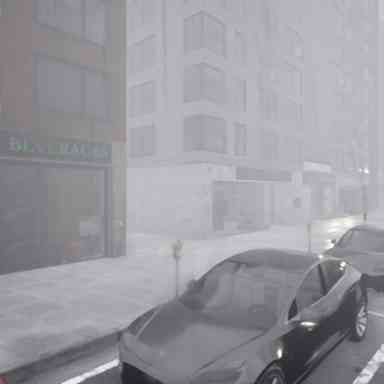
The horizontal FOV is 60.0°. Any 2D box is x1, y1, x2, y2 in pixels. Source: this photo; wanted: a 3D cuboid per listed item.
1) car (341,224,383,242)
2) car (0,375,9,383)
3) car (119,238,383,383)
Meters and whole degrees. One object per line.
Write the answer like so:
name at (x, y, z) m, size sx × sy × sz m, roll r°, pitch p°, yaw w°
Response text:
car at (4.820, 1.564, 8.683) m, size 1.947 × 1.339 × 4.313 m, roll 0°, pitch 0°, yaw 43°
car at (-2.702, 1.547, 0.589) m, size 1.887 × 1.381 × 4.507 m, roll 0°, pitch 0°, yaw 43°
car at (1.059, 1.566, 4.636) m, size 1.947 × 1.339 × 4.313 m, roll 0°, pitch 0°, yaw 43°
